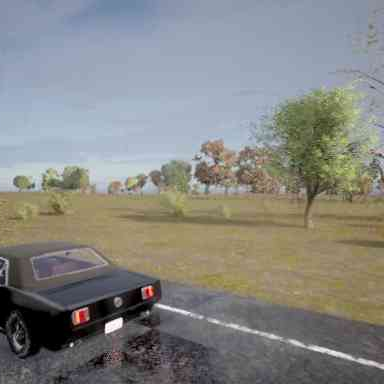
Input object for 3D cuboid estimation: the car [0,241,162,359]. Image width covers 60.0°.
[{"bbox_3d":[-2.892,1.560,5.933,4.718,1.301,1.895,1,0,36],"label":"car"}]
